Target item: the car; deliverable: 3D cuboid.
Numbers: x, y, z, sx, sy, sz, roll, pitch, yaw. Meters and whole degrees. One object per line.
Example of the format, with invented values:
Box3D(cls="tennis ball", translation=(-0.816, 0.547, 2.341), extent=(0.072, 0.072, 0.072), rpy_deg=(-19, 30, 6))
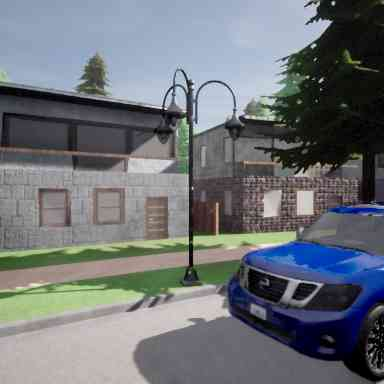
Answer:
Box3D(cls="car", translation=(3.298, 1.221, 5.715), extent=(5.566, 2.045, 2.150), rpy_deg=(0, 0, -29))
